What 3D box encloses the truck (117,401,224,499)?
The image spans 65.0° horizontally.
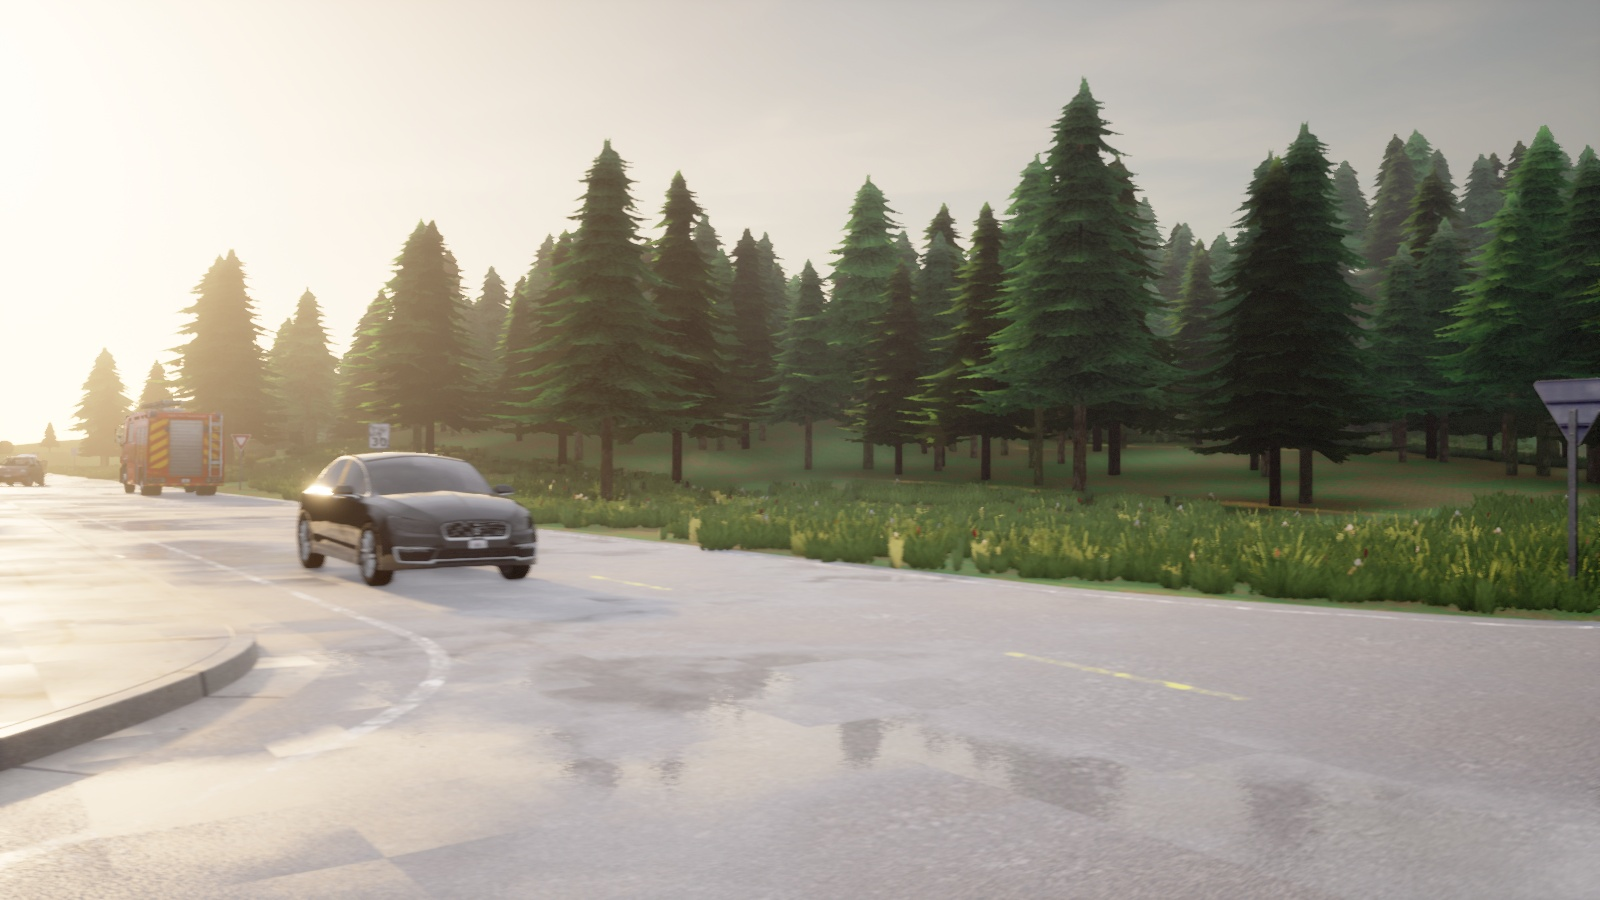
[{"bbox_3d":[-26.903,0.064,53.442,2.891,3.827,8.468,1,-1,-35],"label":"truck"}]

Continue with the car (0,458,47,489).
[{"bbox_3d":[-42.033,1.266,67.460,1.851,1.617,3.988,0,-1,-17],"label":"car"}]

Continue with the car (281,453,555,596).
[{"bbox_3d":[-4.908,0.809,15.608,1.837,1.490,4.892,1,-1,-35],"label":"car"}]
